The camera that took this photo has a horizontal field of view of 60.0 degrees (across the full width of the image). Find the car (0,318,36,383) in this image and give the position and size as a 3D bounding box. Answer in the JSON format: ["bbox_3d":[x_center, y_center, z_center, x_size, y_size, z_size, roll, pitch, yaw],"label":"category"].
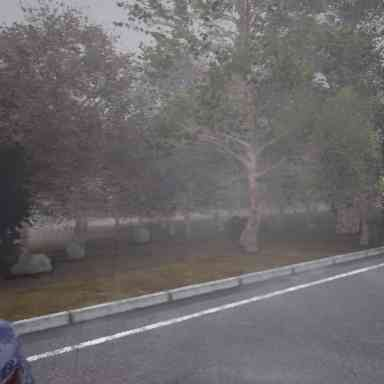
[{"bbox_3d":[-3.333,1.527,1.617,4.674,1.442,1.812,0,0,-35],"label":"car"}]
